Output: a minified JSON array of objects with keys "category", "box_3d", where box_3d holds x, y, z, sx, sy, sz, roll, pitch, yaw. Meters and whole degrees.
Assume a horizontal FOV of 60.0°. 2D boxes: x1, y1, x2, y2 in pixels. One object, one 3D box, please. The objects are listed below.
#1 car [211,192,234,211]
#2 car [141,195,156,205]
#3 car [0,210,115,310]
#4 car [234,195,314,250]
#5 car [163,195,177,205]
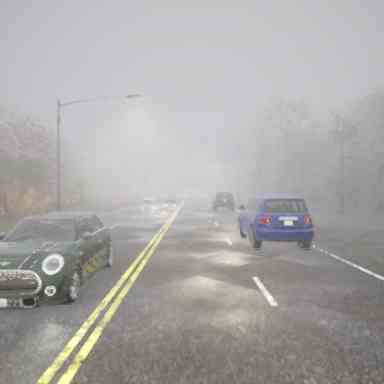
[{"category":"car","box_3d":[3.342,0.991,36.474,2.150,2.045,5.566,0,0,0]},{"category":"car","box_3d":[-6.568,1.146,51.181,1.812,1.442,4.674,0,0,0]},{"category":"car","box_3d":[-3.351,1.319,8.011,2.097,1.767,4.553,0,0,0]},{"category":"car","box_3d":[3.356,1.153,14.241,2.150,2.045,5.566,0,0,0]},{"category":"car","box_3d":[-3.318,1.146,51.182,1.812,1.442,4.674,0,0,0]}]
